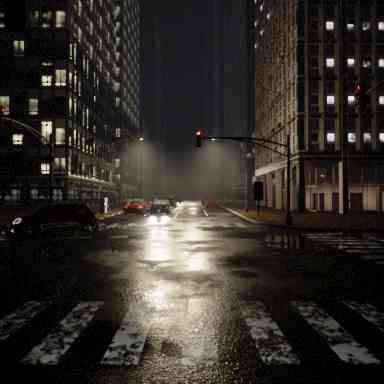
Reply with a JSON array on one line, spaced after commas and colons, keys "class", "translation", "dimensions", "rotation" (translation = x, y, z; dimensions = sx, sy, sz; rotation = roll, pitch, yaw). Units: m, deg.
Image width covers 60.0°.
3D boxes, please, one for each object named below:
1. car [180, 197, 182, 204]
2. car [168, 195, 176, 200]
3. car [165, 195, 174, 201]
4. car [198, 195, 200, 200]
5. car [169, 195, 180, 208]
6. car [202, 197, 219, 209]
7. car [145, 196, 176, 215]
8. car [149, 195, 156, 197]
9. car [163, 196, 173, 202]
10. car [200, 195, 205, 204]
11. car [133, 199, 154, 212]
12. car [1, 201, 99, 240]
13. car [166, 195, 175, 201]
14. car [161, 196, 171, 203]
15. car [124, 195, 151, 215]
[{"class": "car", "translation": [-3.034, 1.514, 64.834], "dimensions": [1.882, 1.535, 5.008], "rotation": [0, 0, 0]}, {"class": "car", "translation": [-5.725, 1.605, 95.144], "dimensions": [1.947, 1.339, 4.313], "rotation": [1, 0, 0]}, {"class": "car", "translation": [-5.719, 1.578, 83.994], "dimensions": [1.887, 1.381, 4.507], "rotation": [1, 0, 0]}, {"class": "car", "translation": [2.672, 1.590, 61.767], "dimensions": [1.947, 1.339, 4.313], "rotation": [1, 0, 0]}, {"class": "car", "translation": [-3.118, 1.523, 46.545], "dimensions": [1.837, 1.490, 4.892], "rotation": [0, 0, 0]}, {"class": "car", "translation": [2.680, 1.599, 45.034], "dimensions": [1.802, 1.307, 4.206], "rotation": [1, 0, 0]}, {"class": "car", "translation": [-3.116, 1.504, 33.735], "dimensions": [2.128, 1.511, 4.902], "rotation": [0, 0, 0]}, {"class": "car", "translation": [-5.694, 1.332, 44.968], "dimensions": [2.192, 1.841, 5.009], "rotation": [1, 0, 0]}, {"class": "car", "translation": [-5.716, 1.582, 78.419], "dimensions": [2.008, 1.369, 4.403], "rotation": [1, 0, 0]}, {"class": "car", "translation": [2.676, 1.547, 56.360], "dimensions": [1.752, 1.417, 4.829], "rotation": [1, 0, 0]}, {"class": "car", "translation": [-5.697, 1.597, 39.393], "dimensions": [1.802, 1.307, 4.206], "rotation": [1, 0, 0]}, {"class": "car", "translation": [-7.306, 1.363, 17.387], "dimensions": [4.553, 1.767, 2.097], "rotation": [0, -1, -42]}, {"class": "car", "translation": [-5.722, 1.587, 89.569], "dimensions": [2.008, 1.369, 4.403], "rotation": [1, 0, 0]}, {"class": "car", "translation": [-5.713, 1.573, 72.844], "dimensions": [1.887, 1.381, 4.507], "rotation": [1, 0, 0]}, {"class": "car", "translation": [-5.691, 1.453, 33.818], "dimensions": [1.967, 1.590, 4.097], "rotation": [1, 0, 0]}]
